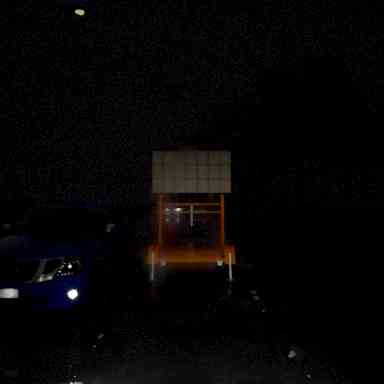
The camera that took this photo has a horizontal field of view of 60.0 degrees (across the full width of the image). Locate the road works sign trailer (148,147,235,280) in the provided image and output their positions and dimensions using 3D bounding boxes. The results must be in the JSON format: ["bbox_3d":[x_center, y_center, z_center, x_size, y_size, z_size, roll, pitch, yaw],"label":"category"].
[{"bbox_3d":[-0.011,0.471,9.901,2.380,3.560,2.880,0,0,0],"label":"road works sign trailer"}]

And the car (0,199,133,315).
[{"bbox_3d":[-2.844,1.226,7.941,2.150,2.045,5.566,0,0,0],"label":"car"}]

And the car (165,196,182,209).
[{"bbox_3d":[-2.804,1.661,48.839,1.837,1.490,4.892,0,0,0],"label":"car"}]

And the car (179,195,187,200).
[{"bbox_3d":[-2.670,1.743,89.915,2.150,2.045,5.566,0,-1,0],"label":"car"}]
